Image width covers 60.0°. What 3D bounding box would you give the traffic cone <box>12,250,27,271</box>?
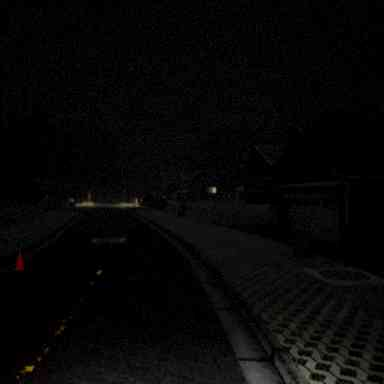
[{"bbox_3d":[-5.267,2.076,10.177,0.340,0.580,0.340,0,-1,-9],"label":"traffic cone"}]
